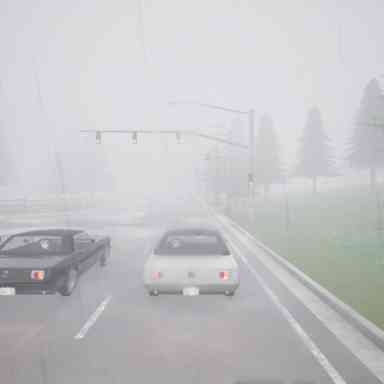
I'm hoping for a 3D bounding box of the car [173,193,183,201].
[{"bbox_3d":[-3.562,1.344,82.444,2.097,1.767,4.553,0,0,0],"label":"car"}]

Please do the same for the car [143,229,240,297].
[{"bbox_3d":[0.010,1.601,8.549,1.895,1.301,4.718,0,0,1],"label":"car"}]

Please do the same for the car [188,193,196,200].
[{"bbox_3d":[-0.070,1.183,92.450,2.097,1.767,4.553,0,0,0],"label":"car"}]

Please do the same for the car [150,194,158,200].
[{"bbox_3d":[-10.570,1.352,92.472,1.812,1.442,4.674,0,0,0],"label":"car"}]

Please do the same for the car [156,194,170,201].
[{"bbox_3d":[-7.062,1.513,82.054,2.128,1.511,4.902,0,0,0],"label":"car"}]

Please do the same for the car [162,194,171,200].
[{"bbox_3d":[-7.070,1.368,92.474,2.033,1.411,5.357,0,0,0],"label":"car"}]

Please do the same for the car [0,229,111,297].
[{"bbox_3d":[-3.490,1.601,8.548,1.895,1.301,4.718,0,0,0],"label":"car"}]

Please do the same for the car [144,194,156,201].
[{"bbox_3d":[-10.562,1.584,82.498,1.895,1.301,4.718,0,0,0],"label":"car"}]

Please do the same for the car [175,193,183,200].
[{"bbox_3d":[-3.570,1.183,92.447,2.097,1.767,4.553,0,0,0],"label":"car"}]

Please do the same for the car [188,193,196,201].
[{"bbox_3d":[-0.062,1.513,82.060,2.128,1.511,4.902,0,0,0],"label":"car"}]
